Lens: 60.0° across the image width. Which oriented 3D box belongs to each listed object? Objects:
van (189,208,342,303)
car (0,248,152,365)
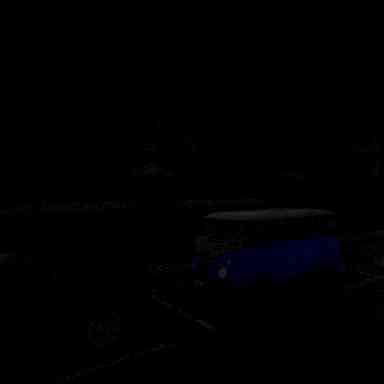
[{"bbox_3d":[1.843,1.312,7.869,3.998,1.788,1.690,0,0,-36],"label":"van"},{"bbox_3d":[-2.752,1.543,4.570,4.507,1.381,1.887,0,0,-36],"label":"car"}]
